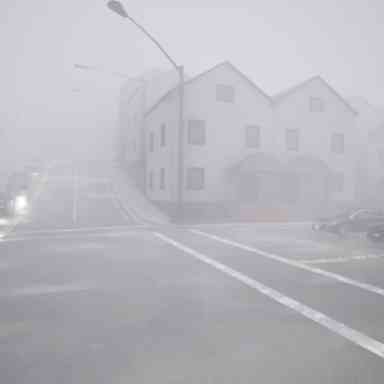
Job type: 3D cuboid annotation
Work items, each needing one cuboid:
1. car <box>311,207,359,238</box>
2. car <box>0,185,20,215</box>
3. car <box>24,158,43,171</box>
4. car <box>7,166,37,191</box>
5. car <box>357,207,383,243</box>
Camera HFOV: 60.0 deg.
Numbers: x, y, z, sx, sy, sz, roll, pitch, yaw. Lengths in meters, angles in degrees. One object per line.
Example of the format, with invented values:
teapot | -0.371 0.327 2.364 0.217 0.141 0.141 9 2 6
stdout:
car | 8.912 1.609 18.301 4.902 1.511 2.128 1 0 -18
car | -14.141 0.692 24.171 1.837 1.490 4.892 1 7 -19
car | -20.724 -3.726 43.577 2.033 1.411 5.357 1 13 -18
car | -17.420 -1.249 33.740 2.128 1.511 4.902 1 14 -19
car | 10.307 1.607 15.079 5.008 1.535 1.882 1 0 -19
